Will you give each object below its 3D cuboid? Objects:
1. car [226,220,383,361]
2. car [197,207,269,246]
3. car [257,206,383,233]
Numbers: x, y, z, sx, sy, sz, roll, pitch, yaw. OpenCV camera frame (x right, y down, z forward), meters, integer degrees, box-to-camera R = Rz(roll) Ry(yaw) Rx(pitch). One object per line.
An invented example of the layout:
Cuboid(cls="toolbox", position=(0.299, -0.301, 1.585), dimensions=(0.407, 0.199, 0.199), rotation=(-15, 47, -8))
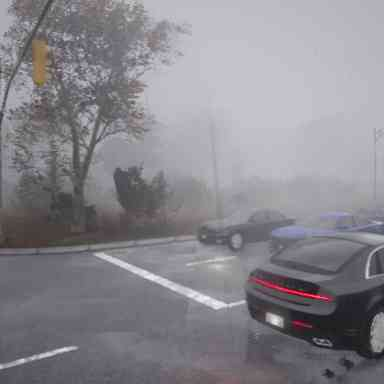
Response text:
Cuboid(cls="car", position=(3.101, 1.492, 5.960), dimensions=(4.892, 1.490, 1.837), rotation=(0, 0, -36))
Cuboid(cls="car", position=(2.506, 1.455, 14.379), dimensions=(5.008, 1.535, 1.882), rotation=(0, 0, -36))
Cuboid(cls="car", position=(4.844, 1.454, 11.747), dimensions=(5.008, 1.535, 1.882), rotation=(0, 0, -35))
